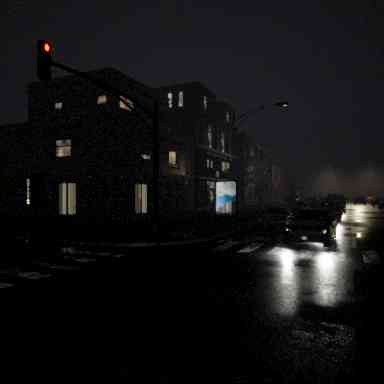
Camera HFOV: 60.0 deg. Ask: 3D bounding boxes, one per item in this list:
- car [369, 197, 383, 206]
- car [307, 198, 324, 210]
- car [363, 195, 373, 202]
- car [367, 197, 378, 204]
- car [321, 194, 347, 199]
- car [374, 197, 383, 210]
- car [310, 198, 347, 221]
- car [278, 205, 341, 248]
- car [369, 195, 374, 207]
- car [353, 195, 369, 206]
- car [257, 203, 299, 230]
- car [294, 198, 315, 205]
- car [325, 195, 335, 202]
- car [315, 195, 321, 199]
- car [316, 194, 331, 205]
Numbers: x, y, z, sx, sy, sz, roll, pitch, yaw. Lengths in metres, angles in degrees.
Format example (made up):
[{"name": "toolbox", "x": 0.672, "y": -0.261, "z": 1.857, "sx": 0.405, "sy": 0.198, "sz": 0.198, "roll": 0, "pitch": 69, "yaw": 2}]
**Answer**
[{"name": "car", "x": 31.527, "y": 1.573, "z": 56.816, "sx": 2.008, "sy": 1.369, "sz": 4.403, "roll": 0, "pitch": 0, "yaw": 25}, {"name": "car", "x": 16.844, "y": 1.539, "z": 45.228, "sx": 1.752, "sy": 1.417, "sz": 4.829, "roll": 0, "pitch": 0, "yaw": 25}, {"name": "car", "x": 43.240, "y": 1.483, "z": 81.816, "sx": 1.967, "sy": 1.590, "sz": 4.097, "roll": 0, "pitch": 0, "yaw": 25}, {"name": "car", "x": 36.212, "y": 1.611, "z": 66.816, "sx": 1.802, "sy": 1.307, "sz": 4.206, "roll": 0, "pitch": 0, "yaw": 25}, {"name": "car", "x": 16.136, "y": 1.232, "z": 37.385, "sx": 2.150, "sy": 2.045, "sz": 5.566, "roll": 0, "pitch": 0, "yaw": 25}, {"name": "car", "x": 24.499, "y": 1.564, "z": 41.815, "sx": 2.008, "sy": 1.369, "sz": 4.403, "roll": 0, "pitch": 0, "yaw": 25}, {"name": "car", "x": 10.934, "y": 1.499, "z": 26.452, "sx": 2.128, "sy": 1.511, "sz": 4.902, "roll": 0, "pitch": 0, "yaw": 25}, {"name": "car", "x": 5.479, "y": 1.529, "z": 15.116, "sx": 1.812, "sy": 1.442, "sz": 4.674, "roll": 0, "pitch": 0, "yaw": 28}, {"name": "car", "x": 29.185, "y": 1.459, "z": 51.814, "sx": 1.967, "sy": 1.590, "sz": 4.097, "roll": 0, "pitch": 0, "yaw": 25}, {"name": "car", "x": 28.859, "y": 1.499, "z": 57.238, "sx": 1.882, "sy": 1.535, "sz": 5.008, "roll": 0, "pitch": 0, "yaw": 25}, {"name": "car", "x": 5.203, "y": 1.586, "z": 20.380, "sx": 1.802, "sy": 1.307, "sz": 4.206, "roll": 0, "pitch": 0, "yaw": 25}, {"name": "car", "x": 9.888, "y": 1.558, "z": 30.380, "sx": 2.008, "sy": 1.369, "sz": 4.403, "roll": 0, "pitch": 0, "yaw": 25}, {"name": "car", "x": 33.315, "y": 1.477, "z": 80.385, "sx": 1.967, "sy": 1.590, "sz": 4.097, "roll": 0, "pitch": 0, "yaw": 25}, {"name": "car", "x": 14.574, "y": 1.451, "z": 40.381, "sx": 1.967, "sy": 1.590, "sz": 4.097, "roll": 0, "pitch": 0, "yaw": 25}, {"name": "car", "x": 23.945, "y": 1.337, "z": 60.384, "sx": 2.192, "sy": 1.841, "sz": 5.009, "roll": 0, "pitch": 0, "yaw": 25}]
